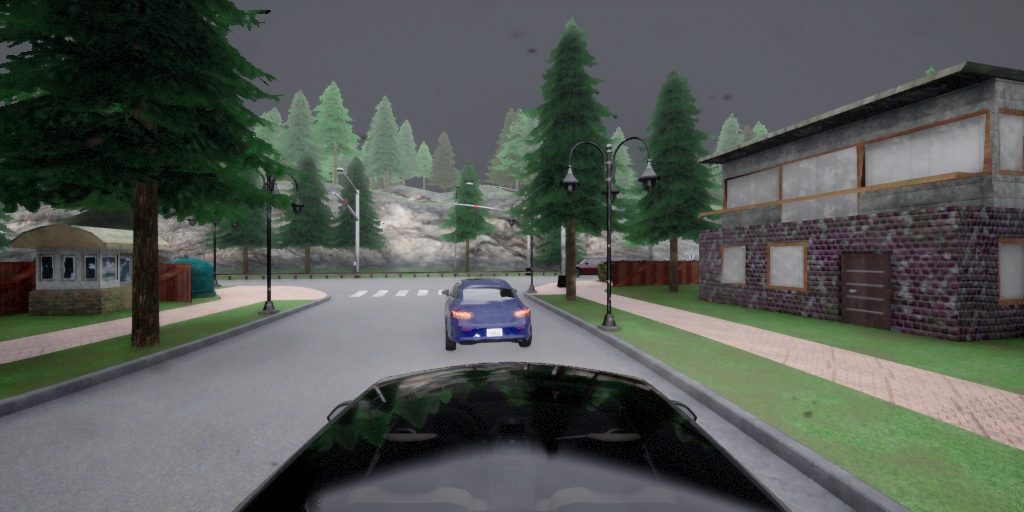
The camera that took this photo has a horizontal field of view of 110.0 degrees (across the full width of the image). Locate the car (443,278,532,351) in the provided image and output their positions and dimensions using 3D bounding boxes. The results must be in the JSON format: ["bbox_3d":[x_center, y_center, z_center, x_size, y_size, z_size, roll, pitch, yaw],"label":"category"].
[{"bbox_3d":[-0.755,1.276,9.016,1.812,1.442,4.674,0,0,-11],"label":"car"}]

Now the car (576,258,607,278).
[{"bbox_3d":[6.607,0.945,31.500,4.553,1.767,2.097,0,0,-12],"label":"car"}]
